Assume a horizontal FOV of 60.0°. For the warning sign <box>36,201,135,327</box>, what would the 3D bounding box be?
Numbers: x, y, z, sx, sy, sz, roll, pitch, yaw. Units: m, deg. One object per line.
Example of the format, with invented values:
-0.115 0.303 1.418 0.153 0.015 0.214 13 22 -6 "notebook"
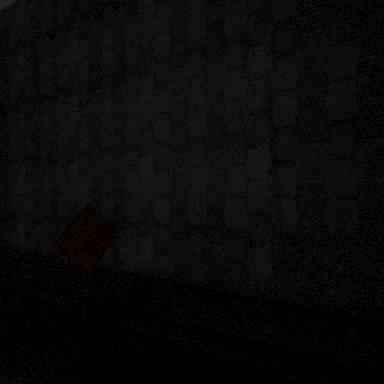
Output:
-1.844 1.114 5.860 1.060 1.860 1.300 0 0 36 "warning sign"
